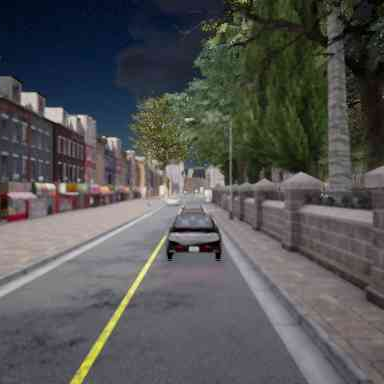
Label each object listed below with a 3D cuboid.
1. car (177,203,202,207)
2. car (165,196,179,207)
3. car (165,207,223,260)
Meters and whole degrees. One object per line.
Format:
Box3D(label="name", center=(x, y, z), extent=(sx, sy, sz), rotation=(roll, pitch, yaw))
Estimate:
Box3D(label="car", center=(0.062, 1.608, 26.515), extent=(1.895, 1.301, 4.718), rotation=(0, 0, 0))
Box3D(label="car", center=(-2.829, 1.381, 49.329), extent=(1.812, 1.442, 4.674), rotation=(0, 0, 0))
Box3D(label="car", center=(0.067, 1.517, 12.452), extent=(2.128, 1.511, 4.902), rotation=(0, 0, 0))
